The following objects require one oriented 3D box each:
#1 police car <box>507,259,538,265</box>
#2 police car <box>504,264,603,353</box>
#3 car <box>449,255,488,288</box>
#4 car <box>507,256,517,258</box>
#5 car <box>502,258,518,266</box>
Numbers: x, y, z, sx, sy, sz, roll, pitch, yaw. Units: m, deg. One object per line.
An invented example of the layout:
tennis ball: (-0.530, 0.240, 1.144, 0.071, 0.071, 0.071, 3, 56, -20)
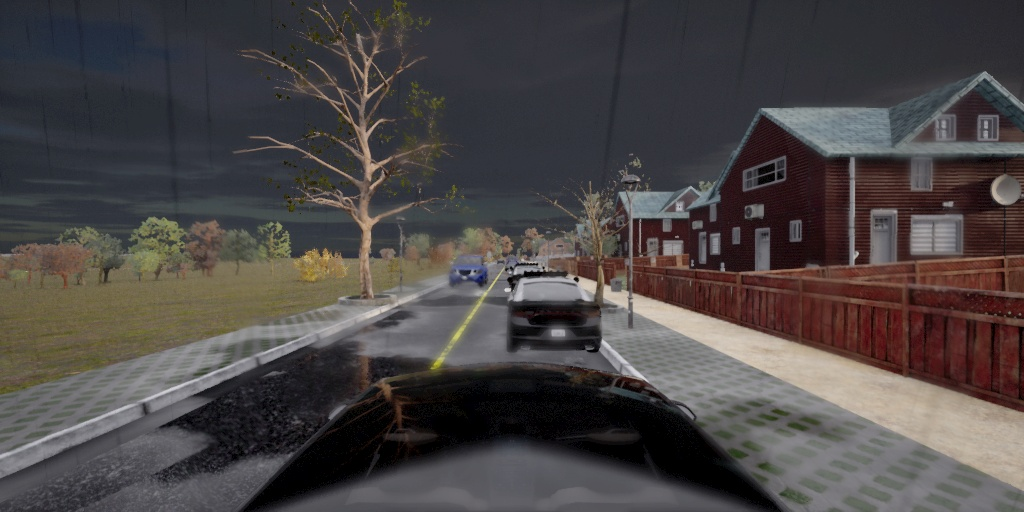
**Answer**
police car: (0.839, 1.177, 19.000, 1.930, 1.638, 5.238, 0, 0, 0)
police car: (0.831, 1.175, 9.000, 1.930, 1.638, 5.238, 0, 0, 0)
car: (-2.831, 0.975, 24.382, 2.150, 2.045, 5.566, 0, 0, 0)
car: (0.054, 1.003, 62.037, 2.150, 2.045, 5.566, 0, 0, 0)
car: (0.079, 1.330, 47.273, 1.994, 1.385, 4.181, 0, 0, 0)
